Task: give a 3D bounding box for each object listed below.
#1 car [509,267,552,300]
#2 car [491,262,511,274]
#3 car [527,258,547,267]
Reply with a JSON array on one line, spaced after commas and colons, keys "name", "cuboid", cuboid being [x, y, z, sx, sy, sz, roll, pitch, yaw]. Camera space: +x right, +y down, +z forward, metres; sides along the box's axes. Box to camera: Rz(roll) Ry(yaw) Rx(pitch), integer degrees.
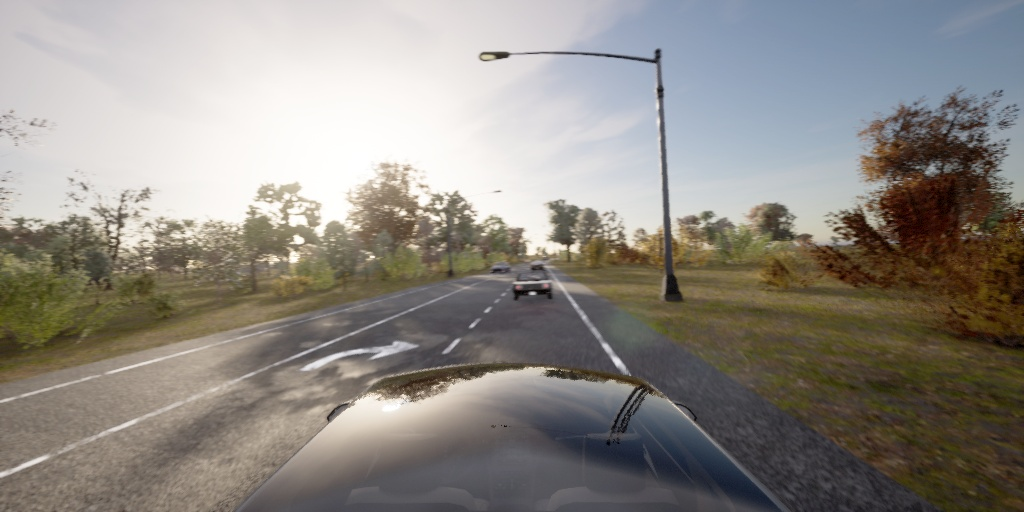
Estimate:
[{"name": "car", "cuboid": [1.110, 1.457, 18.832, 1.895, 1.301, 4.718, -3, -1, 4]}, {"name": "car", "cuboid": [-1.574, 1.603, 50.631, 2.097, 1.767, 4.553, -3, 0, 12]}, {"name": "car", "cuboid": [3.553, 1.481, 50.349, 1.882, 1.535, 5.008, -3, 0, 4]}]
